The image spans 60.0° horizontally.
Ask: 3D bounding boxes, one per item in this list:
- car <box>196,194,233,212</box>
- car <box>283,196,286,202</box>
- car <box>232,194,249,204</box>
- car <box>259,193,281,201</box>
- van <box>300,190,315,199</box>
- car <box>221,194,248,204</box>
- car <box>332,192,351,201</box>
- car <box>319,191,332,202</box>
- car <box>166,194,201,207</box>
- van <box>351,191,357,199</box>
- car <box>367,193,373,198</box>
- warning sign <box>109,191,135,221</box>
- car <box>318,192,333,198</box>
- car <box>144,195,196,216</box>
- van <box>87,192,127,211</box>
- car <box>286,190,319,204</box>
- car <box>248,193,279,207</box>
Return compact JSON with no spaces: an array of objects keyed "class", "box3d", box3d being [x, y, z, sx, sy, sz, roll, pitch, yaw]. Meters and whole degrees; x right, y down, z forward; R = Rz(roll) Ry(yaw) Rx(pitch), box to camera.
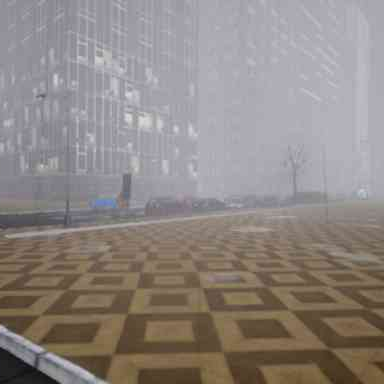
[{"class":"car","box3d":[1.702,1.191,32.154,1.947,1.339,4.313,2,1,41]},{"class":"car","box3d":[16.334,0.974,53.342,1.994,1.385,4.181,1,1,41]},{"class":"car","box3d":[7.688,0.991,47.980,2.033,1.411,5.357,1,1,41]},{"class":"car","box3d":[13.900,0.889,59.221,1.947,1.339,4.313,2,1,41]},{"class":"van","box3d":[25.052,0.543,72.138,1.690,1.788,3.998,2,1,41]},{"class":"car","box3d":[6.467,0.970,50.606,1.947,1.339,4.313,2,1,41]},{"class":"car","box3d":[27.777,0.865,62.474,1.752,1.417,4.829,2,1,41]},{"class":"car","box3d":[20.235,0.737,53.727,2.192,1.841,5.009,2,1,41]},{"class":"car","box3d":[-0.971,1.030,41.998,1.887,1.381,4.507,2,1,41]},{"class":"van","box3d":[35.100,0.601,70.957,1.690,1.788,3.998,2,1,41]},{"class":"car","box3d":[38.814,0.771,75.268,2.008,1.369,4.403,2,1,41]},{"class":"warning sign","box3d":[-4.499,0.855,21.442,1.300,1.860,1.060,0,0,41]},{"class":"car","box3d":[32.482,0.687,80.758,1.947,1.339,4.313,2,1,41]},{"class":"car","box3d":[-1.970,1.107,27.808,1.967,1.590,4.097,2,1,41]},{"class":"van","box3d":[-8.485,0.906,33.454,1.690,1.788,3.998,2,1,41]},{"class":"car","box3d":[16.519,0.777,49.420,2.192,1.841,5.009,2,1,41]},{"class":"car","box3d":[9.084,1.125,40.811,1.802,1.307,4.206,2,1,41]}]
